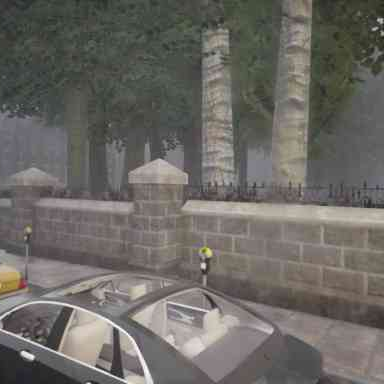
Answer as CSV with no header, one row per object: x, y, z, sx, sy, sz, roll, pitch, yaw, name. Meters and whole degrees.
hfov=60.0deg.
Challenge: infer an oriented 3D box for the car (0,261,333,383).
-0.906,1.550,3.442,4.403,1.369,2.008,0,1,36,car
